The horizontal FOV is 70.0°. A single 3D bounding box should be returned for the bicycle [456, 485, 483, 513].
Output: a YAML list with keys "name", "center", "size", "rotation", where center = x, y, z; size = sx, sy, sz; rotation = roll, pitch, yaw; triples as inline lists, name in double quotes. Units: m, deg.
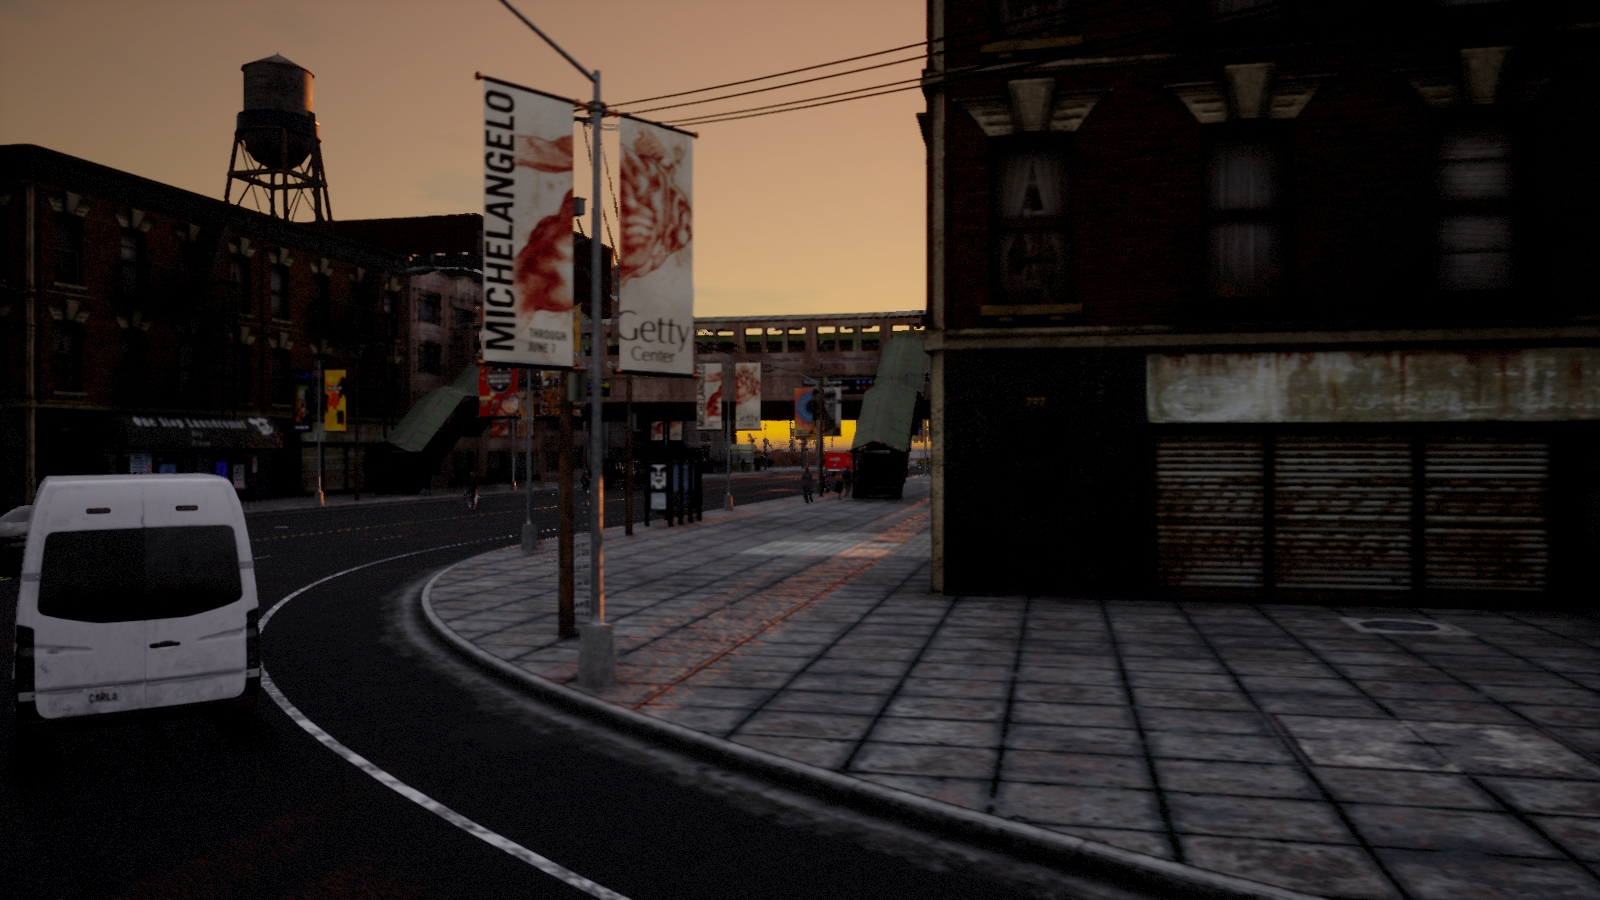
- name: "bicycle"
  center: [-15.030, 2.221, 51.977]
  size: [0.329, 1.171, 1.835]
  rotation: [0, 0, 13]

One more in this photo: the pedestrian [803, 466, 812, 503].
- name: "pedestrian"
  center: [0.377, 1.710, 56.760]
  size: [0.375, 1.860, 0.375]
  rotation: [0, 0, -21]

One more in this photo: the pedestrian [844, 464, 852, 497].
- name: "pedestrian"
  center: [2.691, 1.712, 64.217]
  size: [0.375, 1.860, 0.375]
  rotation: [0, 0, 16]

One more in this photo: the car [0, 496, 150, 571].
- name: "car"
  center: [-18.930, 2.039, 28.895]
  size: [2.097, 1.535, 5.006]
  rotation: [0, 0, 1]

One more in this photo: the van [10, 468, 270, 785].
- name: "van"
  center: [-7.442, 1.537, 12.632]
  size: [1.988, 2.561, 5.915]
  rotation: [0, 0, -34]
